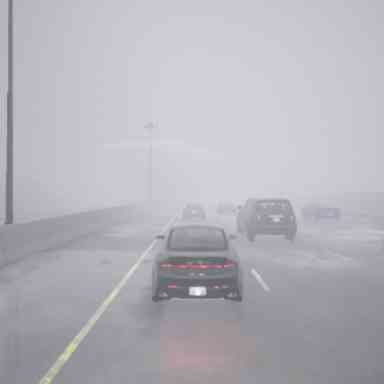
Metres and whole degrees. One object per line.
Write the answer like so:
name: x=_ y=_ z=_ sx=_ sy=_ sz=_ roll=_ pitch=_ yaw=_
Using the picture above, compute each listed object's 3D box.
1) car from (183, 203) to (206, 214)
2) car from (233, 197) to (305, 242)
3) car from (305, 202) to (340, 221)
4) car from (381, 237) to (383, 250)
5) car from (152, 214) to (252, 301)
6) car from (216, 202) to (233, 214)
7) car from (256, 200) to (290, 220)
car: x=0.182 y=1.654 z=29.684 sx=1.994 sy=1.385 sz=4.181 roll=0 pitch=0 yaw=0
car: x=3.646 y=1.284 z=17.028 sx=2.150 sy=2.045 sz=5.566 roll=0 pitch=0 yaw=0
car: x=10.678 y=1.587 z=28.021 sx=1.882 sy=1.535 sz=5.008 roll=0 pitch=0 yaw=0
car: x=7.118 y=1.644 z=8.773 sx=1.895 sy=1.301 sz=4.718 roll=0 pitch=0 yaw=0
car: x=0.114 y=1.531 z=8.366 sx=1.837 sy=1.490 sz=4.892 roll=0 pitch=0 yaw=0
car: x=3.704 y=1.721 z=36.997 sx=1.895 sy=1.301 sz=4.718 roll=0 pitch=0 yaw=0
car: x=7.185 y=1.585 z=30.111 sx=1.882 sy=1.535 sz=5.008 roll=0 pitch=0 yaw=0
